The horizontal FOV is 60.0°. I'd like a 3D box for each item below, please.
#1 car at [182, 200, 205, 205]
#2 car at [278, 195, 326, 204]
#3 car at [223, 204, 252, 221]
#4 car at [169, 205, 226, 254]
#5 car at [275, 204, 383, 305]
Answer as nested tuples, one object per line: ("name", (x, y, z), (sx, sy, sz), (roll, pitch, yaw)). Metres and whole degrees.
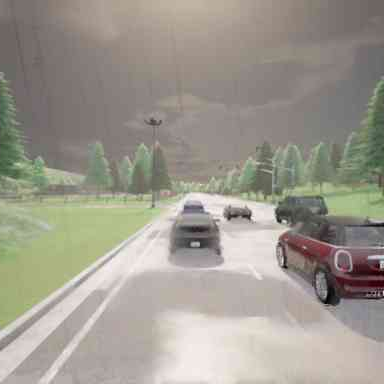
("car", (0.137, 1.475, 30.041), (1.882, 1.535, 5.008), (0, 0, 0))
("car", (7.128, 1.222, 22.084), (2.150, 2.045, 5.566), (0, 0, 0))
("car", (3.633, 1.600, 27.290), (1.895, 1.301, 4.718), (0, 0, 0))
("car", (0.116, 1.503, 13.472), (1.837, 1.490, 4.892), (0, 0, 0))
("car", (3.611, 1.353, 8.256), (2.097, 1.767, 4.553), (0, 0, 0))
